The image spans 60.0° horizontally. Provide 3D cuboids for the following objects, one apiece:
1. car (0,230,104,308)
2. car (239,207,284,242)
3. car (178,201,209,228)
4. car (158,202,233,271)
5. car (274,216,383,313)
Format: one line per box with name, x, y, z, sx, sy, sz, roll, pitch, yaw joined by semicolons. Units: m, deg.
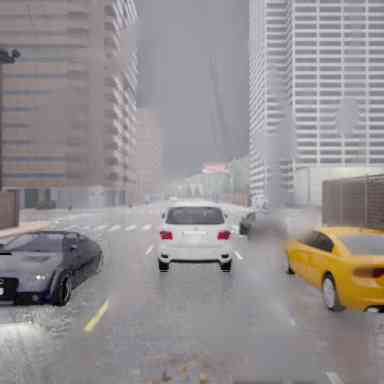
car;-3.574;1.650;8.082;1.994;1.385;4.181;0;-1;0
car;3.596;1.709;17.236;1.812;1.442;4.674;0;-1;0
car;0.102;1.601;25.011;2.097;1.767;4.553;0;0;0
car;0.097;1.344;11.492;2.150;2.045;5.566;0;-1;0
car;3.603;1.563;7.931;1.882;1.535;5.008;0;-1;0
